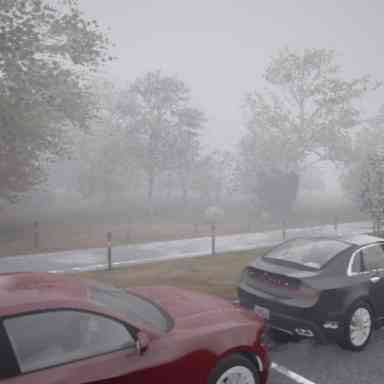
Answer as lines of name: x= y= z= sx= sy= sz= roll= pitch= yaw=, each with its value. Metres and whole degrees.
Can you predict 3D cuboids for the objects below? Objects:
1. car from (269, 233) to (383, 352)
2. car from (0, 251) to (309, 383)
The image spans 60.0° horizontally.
car: x=3.060 y=1.528 z=6.240 sx=4.892 sy=1.521 sz=2.231 roll=1 pitch=0 yaw=-33
car: x=-1.463 y=1.515 z=3.013 sx=5.008 sy=1.535 sz=2.097 roll=0 pitch=0 yaw=-33
